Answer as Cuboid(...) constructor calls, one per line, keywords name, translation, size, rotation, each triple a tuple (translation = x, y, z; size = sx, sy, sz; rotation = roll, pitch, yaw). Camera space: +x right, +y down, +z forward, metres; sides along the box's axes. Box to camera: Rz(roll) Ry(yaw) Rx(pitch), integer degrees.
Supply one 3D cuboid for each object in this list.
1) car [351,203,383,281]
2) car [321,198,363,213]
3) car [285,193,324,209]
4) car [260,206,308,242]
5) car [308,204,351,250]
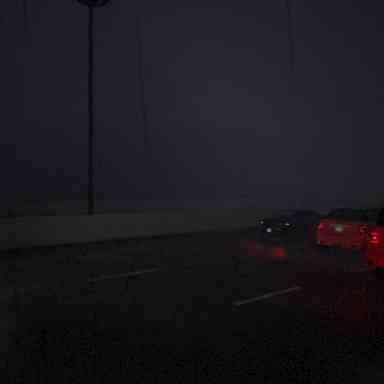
Cuboid(name="car", translation=(6.667, 1.210, 8.507), size=(5.566, 2.045, 2.150), rotation=(0, 0, -36))
Cuboid(name="car", translation=(16.965, 1.453, 37.601), size=(4.902, 1.511, 2.128), rotation=(0, 0, -35))
Cuboid(name="car", translation=(15.220, 1.179, 44.956), size=(5.566, 2.045, 2.150), rotation=(0, 0, -35))
Cuboid(name="car", translation=(5.299, 1.511, 16.132), size=(4.674, 1.442, 1.812), rotation=(0, 0, -36))
Cuboid(name="car", translation=(6.922, 1.337, 12.988), size=(4.553, 1.767, 2.097), rotation=(0, 0, -36))
